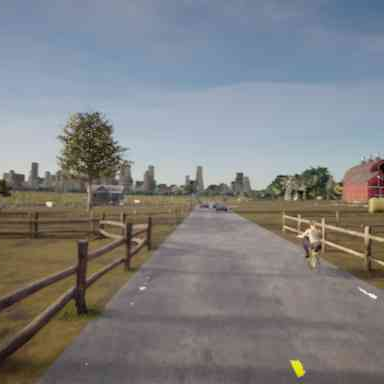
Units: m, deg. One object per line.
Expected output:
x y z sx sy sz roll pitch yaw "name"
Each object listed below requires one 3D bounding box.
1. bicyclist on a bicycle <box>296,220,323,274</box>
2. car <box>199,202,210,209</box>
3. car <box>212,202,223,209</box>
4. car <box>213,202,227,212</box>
3.787 1.690 10.550 0.866 1.612 1.509 2 -1 3 "bicyclist on a bicycle"
2.497 2.673 66.838 1.994 1.385 4.181 2 -1 2 "car"
5.379 2.810 70.134 1.994 1.385 4.181 2 -1 2 "car"
4.937 2.557 56.281 2.033 1.411 5.357 2 -1 2 "car"
